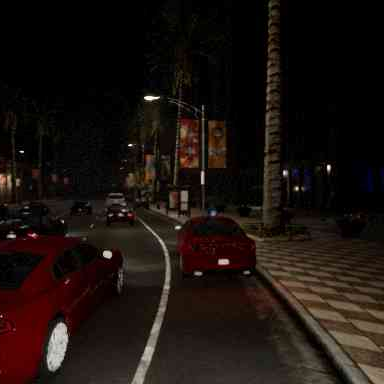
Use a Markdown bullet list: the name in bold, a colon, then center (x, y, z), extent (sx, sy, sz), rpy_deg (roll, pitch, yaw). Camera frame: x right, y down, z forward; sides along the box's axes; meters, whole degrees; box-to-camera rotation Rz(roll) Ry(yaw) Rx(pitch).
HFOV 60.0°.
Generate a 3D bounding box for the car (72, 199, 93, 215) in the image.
- **car**: center (-11.270, 1.493, 34.131), extent (2.128, 1.511, 4.902), rpy_deg (0, 0, -14)

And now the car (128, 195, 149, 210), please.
- **car**: center (-6.486, 1.482, 41.948), extent (2.231, 1.521, 4.892), rpy_deg (0, 0, -14)

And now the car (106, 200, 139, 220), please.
- **car**: center (-5.256, 1.548, 24.127), extent (2.033, 1.411, 5.357), rpy_deg (0, 0, -13)

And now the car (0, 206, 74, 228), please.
- **car**: center (-6.540, 1.548, 13.738), extent (2.033, 1.411, 5.357), rpy_deg (0, 0, -10)

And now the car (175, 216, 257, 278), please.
- **car**: center (0.538, 1.476, 10.215), extent (1.882, 1.535, 5.008), rpy_deg (0, 0, -5)

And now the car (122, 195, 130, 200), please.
- **car**: center (-18.287, 1.515, 91.878), extent (2.161, 1.482, 4.786), rpy_deg (0, 0, -14)

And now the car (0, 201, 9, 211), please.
- **car**: center (-17.184, 1.498, 28.422), extent (2.128, 1.511, 4.902), rpy_deg (0, 0, -14)

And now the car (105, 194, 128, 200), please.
- **car**: center (-9.336, 1.223, 40.599), extent (2.150, 2.045, 5.566), rpy_deg (0, 0, -14)

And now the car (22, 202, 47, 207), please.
- **car**: center (-13.763, 1.569, 29.161), extent (1.994, 1.385, 4.181), rpy_deg (0, 0, -14)

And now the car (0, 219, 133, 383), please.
- **car**: center (-2.526, 1.478, 5.539), extent (1.882, 1.535, 5.008), rpy_deg (0, 0, 2)
